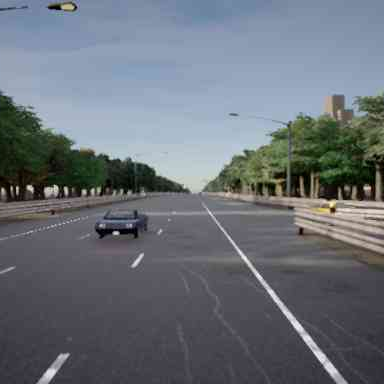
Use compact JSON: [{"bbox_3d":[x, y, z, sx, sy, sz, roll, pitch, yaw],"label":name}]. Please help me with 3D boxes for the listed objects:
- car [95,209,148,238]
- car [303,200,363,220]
[{"bbox_3d":[-3.390,1.526,17.072,1.895,1.301,4.718,0,0,0],"label":"car"},{"bbox_3d":[9.765,1.357,24.267,1.801,1.575,5.366,0,0,-20],"label":"car"}]
